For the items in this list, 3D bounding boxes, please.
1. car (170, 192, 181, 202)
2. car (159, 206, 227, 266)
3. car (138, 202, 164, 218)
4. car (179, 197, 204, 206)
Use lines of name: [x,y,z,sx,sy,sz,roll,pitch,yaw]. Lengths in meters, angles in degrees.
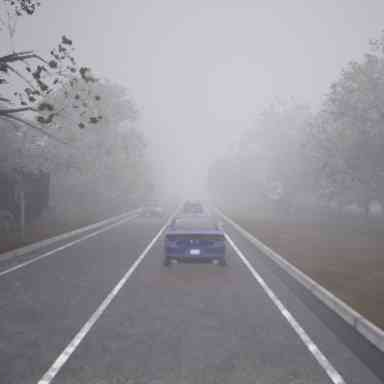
car: [-3.504,0.952,71.122,2.150,2.045,5.566,0,0,0]
car: [0.092,1.490,11.625,1.882,1.535,5.008,0,0,0]
car: [-3.601,1.580,29.600,1.895,1.301,4.718,0,0,0]
car: [0.096,1.461,31.935,2.128,1.511,4.902,0,0,0]
